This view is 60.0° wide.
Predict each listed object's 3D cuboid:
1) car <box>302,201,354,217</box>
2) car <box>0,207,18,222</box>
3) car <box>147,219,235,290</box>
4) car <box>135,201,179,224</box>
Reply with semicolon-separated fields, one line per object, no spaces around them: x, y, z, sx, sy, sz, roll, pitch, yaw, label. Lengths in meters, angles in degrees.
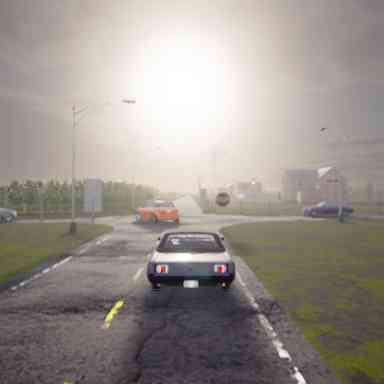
12.826;1.583;31.508;4.674;1.442;1.812;-1;-1;-1;car
-17.751;1.798;28.837;4.902;1.511;2.128;0;-1;0;car
-0.033;1.653;9.203;1.895;1.301;4.718;0;0;0;car
-2.913;1.507;26.914;2.097;1.767;4.553;0;0;-32;car
